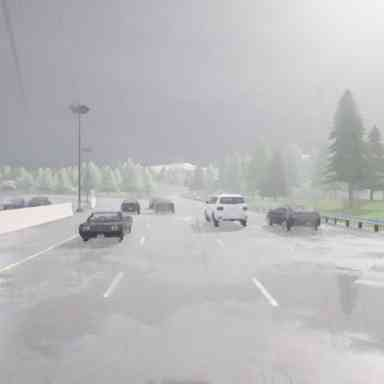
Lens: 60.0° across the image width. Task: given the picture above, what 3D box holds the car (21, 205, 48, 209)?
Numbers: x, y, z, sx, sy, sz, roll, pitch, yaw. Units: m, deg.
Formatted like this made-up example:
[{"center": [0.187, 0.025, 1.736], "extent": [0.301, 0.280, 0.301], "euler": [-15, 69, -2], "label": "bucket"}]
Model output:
[{"center": [-17.976, 1.351, 38.931], "extent": [2.097, 1.767, 4.553], "euler": [0, 0, -11], "label": "car"}]

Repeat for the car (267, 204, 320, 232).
[{"center": [6.070, 1.491, 20.401], "extent": [2.128, 1.511, 4.902], "euler": [0, 0, -5], "label": "car"}]

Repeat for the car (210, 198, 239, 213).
[{"center": [3.607, 1.491, 38.338], "extent": [2.128, 1.511, 4.902], "euler": [0, 0, -10], "label": "car"}]

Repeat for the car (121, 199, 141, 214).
[{"center": [-6.497, 1.478, 35.213], "extent": [1.882, 1.535, 5.008], "euler": [0, 0, -9], "label": "car"}]

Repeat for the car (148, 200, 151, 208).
[{"center": [-4.736, 1.505, 44.665], "extent": [1.837, 1.490, 4.892], "euler": [0, 0, -13], "label": "car"}]

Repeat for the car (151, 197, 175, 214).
[{"center": [-2.993, 1.477, 35.492], "extent": [1.882, 1.535, 5.008], "euler": [0, 0, -9], "label": "car"}]

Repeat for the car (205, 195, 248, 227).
[{"center": [2.290, 1.218, 23.223], "extent": [2.150, 2.045, 5.566], "euler": [0, 0, -6], "label": "car"}]

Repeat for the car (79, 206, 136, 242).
[{"center": [-4.103, 1.601, 16.533], "extent": [1.895, 1.301, 4.718], "euler": [0, 0, -4], "label": "car"}]
